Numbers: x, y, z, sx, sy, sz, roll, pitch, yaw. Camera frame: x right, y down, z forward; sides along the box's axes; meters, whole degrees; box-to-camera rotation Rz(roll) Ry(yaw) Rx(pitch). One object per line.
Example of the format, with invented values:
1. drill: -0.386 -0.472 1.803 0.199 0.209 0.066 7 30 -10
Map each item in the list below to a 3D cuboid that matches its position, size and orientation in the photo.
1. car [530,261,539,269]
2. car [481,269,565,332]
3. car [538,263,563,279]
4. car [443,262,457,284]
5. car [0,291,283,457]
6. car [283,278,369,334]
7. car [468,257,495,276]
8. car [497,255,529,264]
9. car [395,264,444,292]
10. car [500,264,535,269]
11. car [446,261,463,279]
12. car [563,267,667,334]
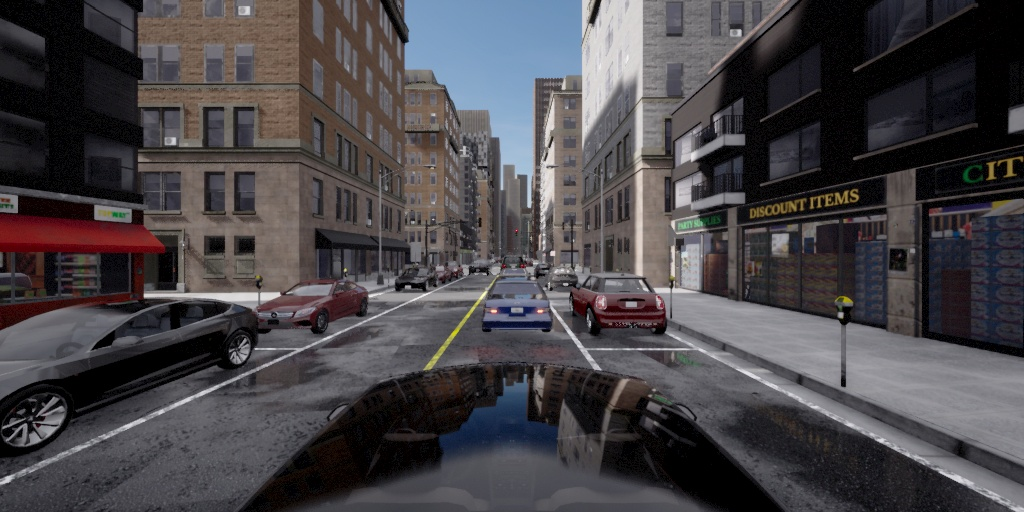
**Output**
1. car: 2.936 1.319 32.569 1.948 1.339 4.313 0 0 0
2. car: 0.123 1.297 10.780 2.033 1.411 5.357 0 0 0
3. car: 2.906 1.301 21.566 2.007 1.370 4.403 0 0 0
4. car: -5.604 1.334 27.091 1.802 1.307 4.207 0 0 0
5. car: -5.664 1.315 5.086 1.948 1.339 4.313 0 0 0
6. car: -5.648 1.332 10.587 1.802 1.307 4.207 0 0 0
7. car: -2.919 0.949 33.358 1.882 1.535 5.008 0 0 0
8. car: 0.086 0.974 31.317 2.150 2.045 5.566 0 0 0
9. car: -5.619 1.316 21.589 1.948 1.339 4.313 0 0 0
10. car: 0.149 1.352 21.285 1.895 1.301 4.718 0 0 0
11. car: -5.589 1.193 32.592 1.967 1.591 4.097 0 0 0
12. car: 2.877 1.189 10.564 1.967 1.591 4.097 0 0 0
